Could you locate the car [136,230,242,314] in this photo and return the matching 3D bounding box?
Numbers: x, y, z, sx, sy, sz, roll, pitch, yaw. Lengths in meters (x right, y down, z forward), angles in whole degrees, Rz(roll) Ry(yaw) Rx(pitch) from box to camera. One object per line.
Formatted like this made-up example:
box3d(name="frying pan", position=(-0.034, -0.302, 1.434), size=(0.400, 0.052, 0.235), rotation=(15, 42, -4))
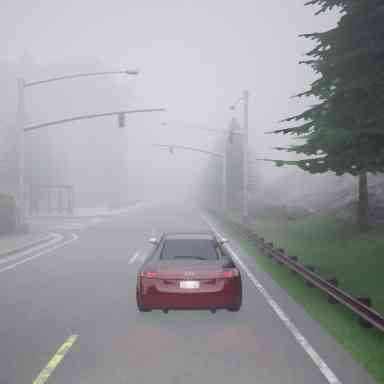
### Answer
box3d(name="car", position=(-0.076, 1.564, 7.723), size=(1.994, 1.385, 4.181), rotation=(0, 0, -1))
